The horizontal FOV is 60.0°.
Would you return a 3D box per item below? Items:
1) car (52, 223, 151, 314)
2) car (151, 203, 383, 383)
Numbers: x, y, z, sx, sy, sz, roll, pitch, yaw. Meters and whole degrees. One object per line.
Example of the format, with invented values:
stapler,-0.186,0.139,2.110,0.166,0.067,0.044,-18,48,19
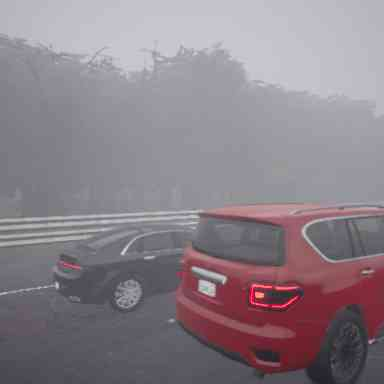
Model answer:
car,-0.564,1.487,7.645,4.892,1.490,1.837,0,0,-36
car,2.354,1.198,5.429,5.566,2.045,2.150,0,0,-36
